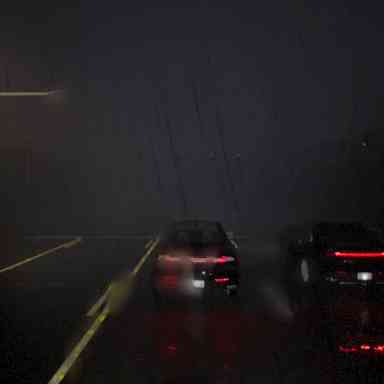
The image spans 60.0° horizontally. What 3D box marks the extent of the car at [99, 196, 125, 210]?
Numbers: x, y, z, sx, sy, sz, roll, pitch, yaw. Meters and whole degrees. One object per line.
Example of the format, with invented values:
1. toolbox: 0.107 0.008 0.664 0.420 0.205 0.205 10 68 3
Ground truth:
1. car: -10.464 1.305 42.926 2.097 1.767 4.553 0 0 0

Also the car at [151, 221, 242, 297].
1. car: 0.101 1.482 8.553 2.128 1.511 4.902 0 0 0

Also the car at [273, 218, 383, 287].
1. car: 3.605 1.494 9.315 1.837 1.490 4.892 0 0 1

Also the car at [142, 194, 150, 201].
1. car: -10.286 1.177 72.716 1.994 1.385 4.181 0 0 0

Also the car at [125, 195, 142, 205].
1. car: -10.400 1.461 57.291 1.812 1.442 4.674 0 0 0
